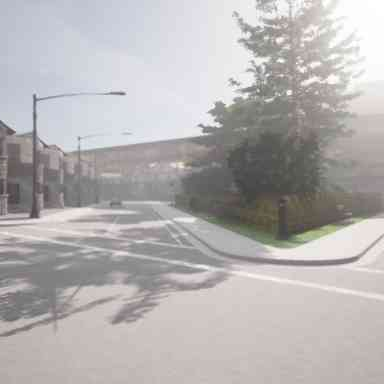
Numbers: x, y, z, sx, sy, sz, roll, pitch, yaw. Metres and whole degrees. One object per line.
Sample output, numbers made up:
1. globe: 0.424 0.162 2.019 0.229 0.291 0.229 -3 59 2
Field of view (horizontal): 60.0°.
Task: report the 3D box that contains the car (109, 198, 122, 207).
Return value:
1. car: -13.193 1.740 57.318 2.033 1.411 5.357 0 0 -10
